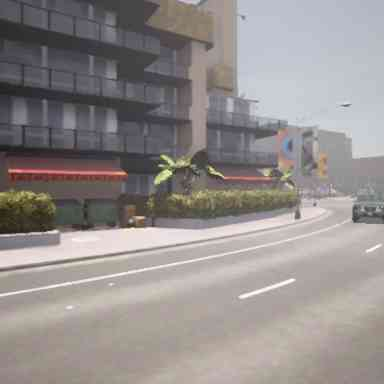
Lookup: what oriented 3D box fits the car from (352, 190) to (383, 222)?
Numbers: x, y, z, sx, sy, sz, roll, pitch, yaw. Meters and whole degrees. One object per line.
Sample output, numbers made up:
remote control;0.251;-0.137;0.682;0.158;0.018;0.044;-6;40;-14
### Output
car;13.010;1.062;23.993;2.150;2.045;5.566;0;0;31
